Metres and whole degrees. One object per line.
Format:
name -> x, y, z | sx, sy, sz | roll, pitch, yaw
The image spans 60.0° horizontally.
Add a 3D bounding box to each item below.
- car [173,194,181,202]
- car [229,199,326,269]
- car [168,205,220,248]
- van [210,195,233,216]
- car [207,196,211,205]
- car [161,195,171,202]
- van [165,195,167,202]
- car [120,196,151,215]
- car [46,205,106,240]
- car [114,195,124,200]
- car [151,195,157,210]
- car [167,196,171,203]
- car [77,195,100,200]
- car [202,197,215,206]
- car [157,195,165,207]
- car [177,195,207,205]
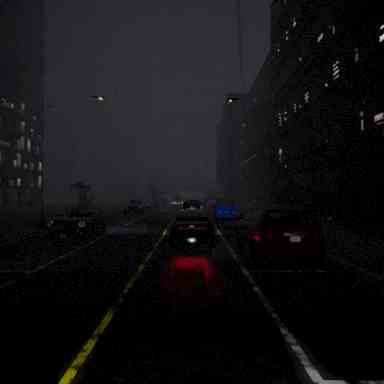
car -> -3.001, 1.205, 72.949 | 2.097, 1.767, 4.553 | 0, 0, 0
car -> 2.703, 1.315, 11.070 | 2.192, 1.841, 5.009 | 1, 0, 0
car -> 0.000, 1.517, 14.649 | 1.837, 1.490, 4.892 | 0, 0, 0
van -> 2.703, 1.339, 28.009 | 1.690, 1.788, 3.998 | 1, 0, 0
car -> 2.701, 1.538, 39.303 | 1.887, 1.381, 4.507 | 1, 0, 0
car -> -5.647, 1.501, 73.145 | 1.887, 1.381, 4.507 | 1, 0, 0
van -> -5.644, 1.319, 56.207 | 1.690, 1.788, 3.998 | 1, 0, 0
car -> -5.652, 1.436, 33.624 | 1.967, 1.590, 4.097 | 1, 0, 0
car -> -5.682, 1.440, 16.686 | 1.967, 1.590, 4.097 | 1, 0, 0
car -> -19.718, 1.622, 93.459 | 4.403, 1.369, 2.008 | 0, 0, 1
car -> -5.645, 1.433, 39.270 | 1.967, 1.590, 4.097 | 1, 0, 0
car -> -5.645, 1.403, 67.499 | 1.967, 1.590, 4.097 | 1, 0, 0
car -> -26.377, 1.429, 84.912 | 4.097, 1.590, 1.967 | 0, 0, 1
car -> 2.701, 1.544, 56.241 | 1.947, 1.339, 4.313 | 1, 0, 0
car -> -5.647, 1.528, 50.561 | 1.887, 1.381, 4.507 | 1, 0, 0
car -> 0.000, 1.365, 29.620 | 2.097, 1.767, 4.553 | 0, 0, 0
